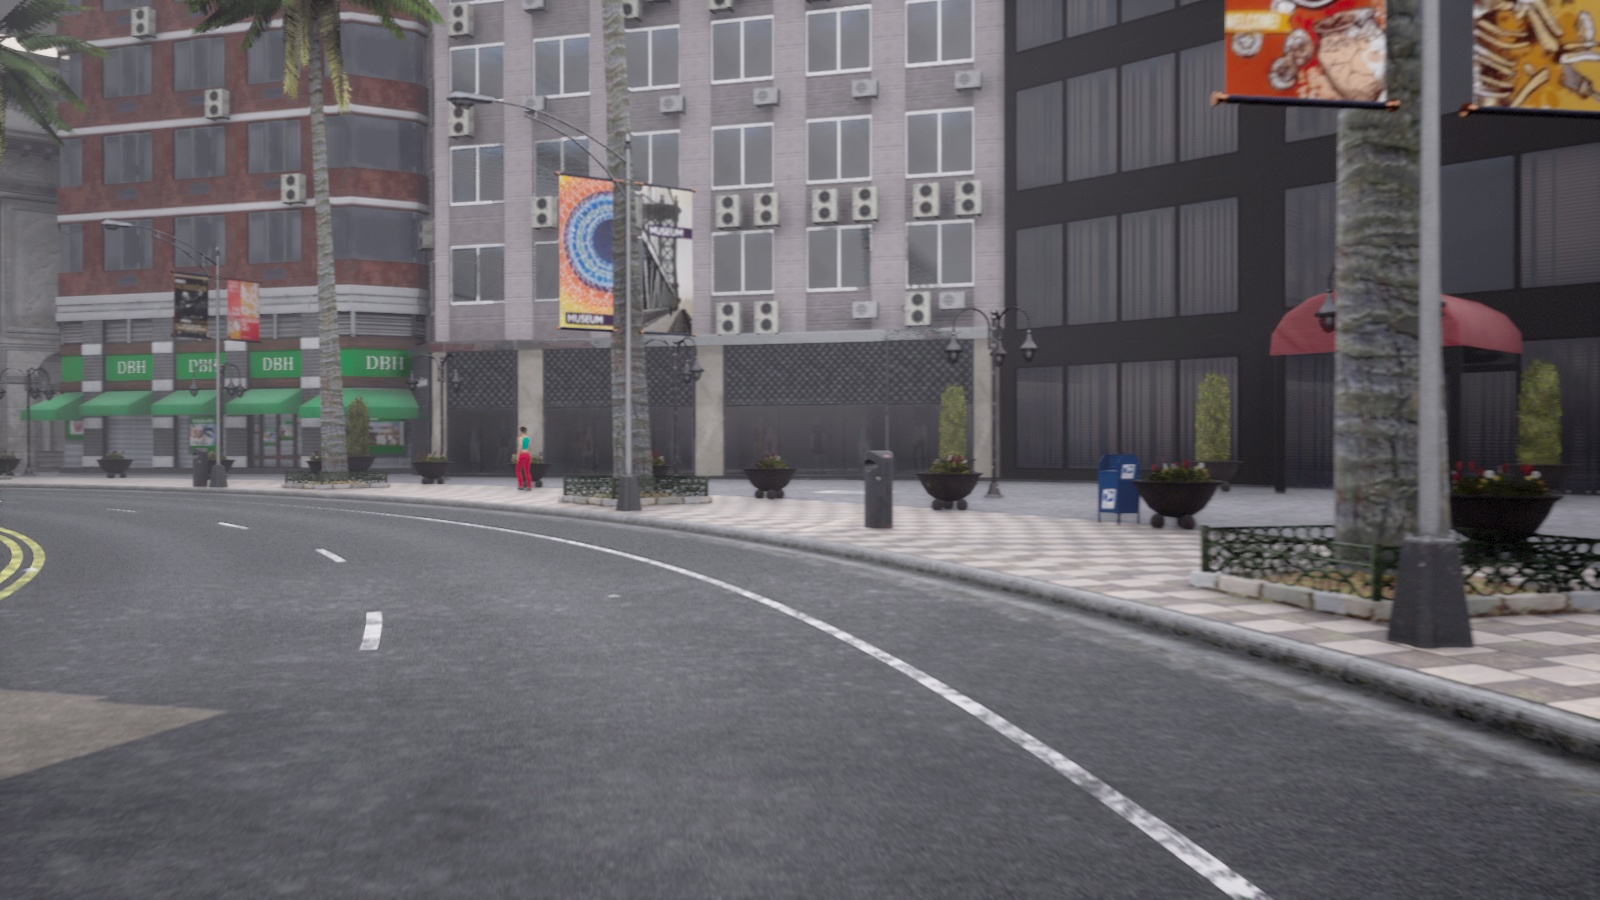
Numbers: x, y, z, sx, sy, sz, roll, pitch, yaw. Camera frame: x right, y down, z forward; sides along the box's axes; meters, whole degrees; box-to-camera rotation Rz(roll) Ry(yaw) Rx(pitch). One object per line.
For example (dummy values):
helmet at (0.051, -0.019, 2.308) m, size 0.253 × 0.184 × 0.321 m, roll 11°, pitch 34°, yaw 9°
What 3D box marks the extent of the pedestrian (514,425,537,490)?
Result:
pedestrian at (-7.717, 0.207, 35.272) m, size 0.594 × 1.836 × 0.345 m, roll 0°, pitch 0°, yaw 41°
